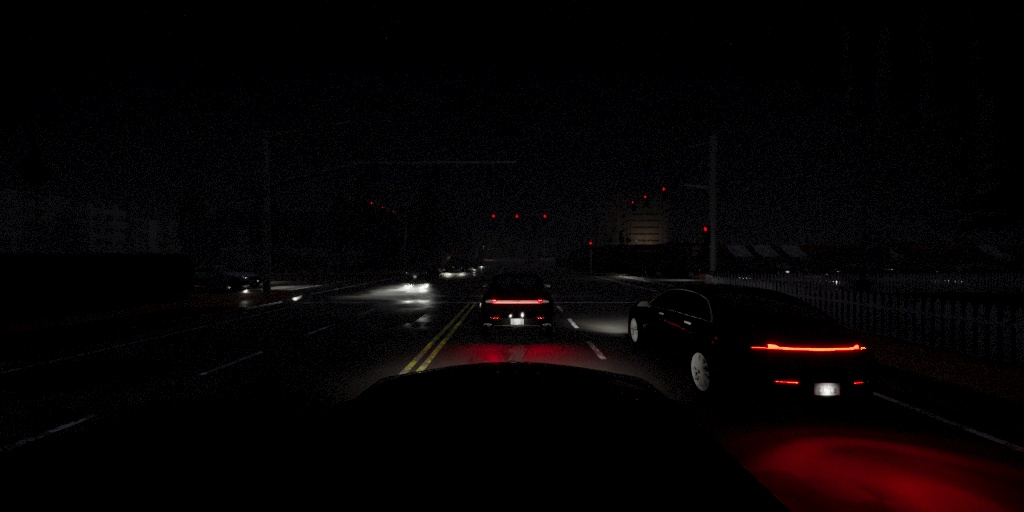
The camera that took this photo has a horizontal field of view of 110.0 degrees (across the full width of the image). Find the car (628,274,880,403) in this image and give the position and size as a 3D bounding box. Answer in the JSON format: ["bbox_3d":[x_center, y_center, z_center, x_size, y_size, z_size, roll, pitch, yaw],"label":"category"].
[{"bbox_3d":[3.589,1.255,6.467,1.837,1.490,4.892,0,0,1],"label":"car"}]

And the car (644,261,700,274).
[{"bbox_3d":[14.933,1.255,33.545,4.892,1.490,1.837,0,0,1],"label":"car"}]

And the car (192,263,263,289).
[{"bbox_3d":[-18.154,1.276,22.300,4.674,1.442,1.812,0,0,0],"label":"car"}]

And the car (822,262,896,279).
[{"bbox_3d":[28.887,1.276,30.231,4.674,1.442,1.812,0,0,-1],"label":"car"}]

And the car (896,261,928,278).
[{"bbox_3d":[37.132,1.242,33.882,4.902,1.511,2.128,0,0,-1],"label":"car"}]

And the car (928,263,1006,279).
[{"bbox_3d":[38.886,1.276,30.411,4.674,1.442,1.812,0,0,-1],"label":"car"}]

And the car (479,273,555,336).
[{"bbox_3d":[0.134,1.242,10.372,2.128,1.511,4.902,0,0,0],"label":"car"}]

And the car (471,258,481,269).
[{"bbox_3d":[-6.721,1.255,58.531,1.837,1.490,4.892,0,0,1],"label":"car"}]

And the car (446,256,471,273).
[{"bbox_3d":[-6.828,0.972,44.571,2.150,2.045,5.566,0,0,0],"label":"car"}]

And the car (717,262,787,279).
[{"bbox_3d":[19.627,1.241,30.067,4.902,1.511,2.128,0,0,-1],"label":"car"}]

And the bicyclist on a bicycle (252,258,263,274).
[{"bbox_3d":[-26.161,1.051,36.892,0.582,1.620,1.656,0,0,-3],"label":"bicyclist on a bicycle"}]

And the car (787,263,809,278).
[{"bbox_3d":[24.672,1.297,33.663,5.357,1.411,2.033,0,0,-1],"label":"car"}]

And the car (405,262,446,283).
[{"bbox_3d":[-6.935,1.243,28.130,2.128,1.511,4.902,0,0,0],"label":"car"}]
